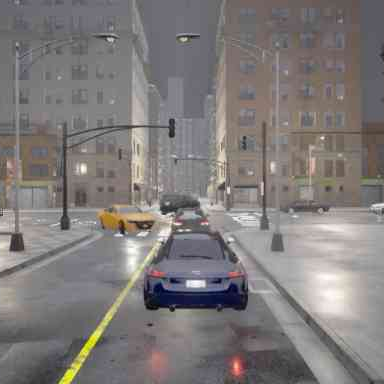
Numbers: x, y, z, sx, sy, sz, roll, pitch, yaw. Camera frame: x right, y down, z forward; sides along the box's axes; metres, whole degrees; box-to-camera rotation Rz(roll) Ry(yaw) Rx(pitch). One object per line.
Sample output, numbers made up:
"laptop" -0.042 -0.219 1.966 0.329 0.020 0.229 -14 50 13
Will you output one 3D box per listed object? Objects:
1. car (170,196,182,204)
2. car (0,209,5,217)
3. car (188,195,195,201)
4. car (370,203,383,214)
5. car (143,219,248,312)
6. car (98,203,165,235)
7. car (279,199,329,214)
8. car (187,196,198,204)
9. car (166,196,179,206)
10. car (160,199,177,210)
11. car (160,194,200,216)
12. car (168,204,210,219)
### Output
"car" -3.081 1.586 65.756 2.033 1.411 5.357 0 0 0
"car" -17.602 1.661 26.417 4.718 1.301 1.895 0 0 0
"car" -0.116 1.535 87.043 1.882 1.535 5.008 0 0 0
"car" 20.419 1.439 33.352 4.674 1.442 1.812 0 0 -1
"car" 0.083 1.564 7.785 1.994 1.385 4.181 0 0 0
"car" -3.794 1.480 19.044 1.882 1.535 5.008 2 -2 -35
"car" 11.157 1.450 33.298 4.892 1.490 1.837 0 0 0
"car" 0.054 1.529 65.000 2.128 1.511 4.902 0 0 0
"car" -3.105 1.505 55.118 1.882 1.535 5.008 0 0 0
"car" -3.078 1.617 44.826 1.895 1.301 4.718 0 0 0
"car" -1.087 1.223 32.501 2.150 2.045 5.566 1 0 26
"car" -0.087 1.525 16.529 1.812 1.442 4.674 0 0 -2
